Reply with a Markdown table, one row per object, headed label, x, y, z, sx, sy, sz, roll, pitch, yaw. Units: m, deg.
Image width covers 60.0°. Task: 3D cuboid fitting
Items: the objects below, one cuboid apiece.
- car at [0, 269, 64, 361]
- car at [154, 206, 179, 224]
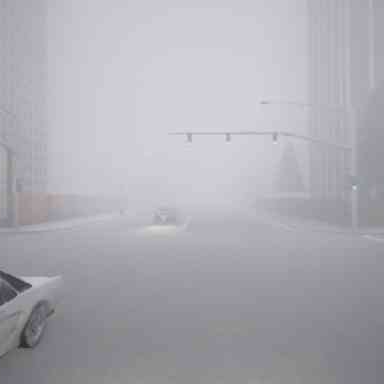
| label | x | y | z | sx | sy | sz | roll | pitch | yaw |
| --- | --- | --- | --- | --- | --- | --- | --- | --- | --- |
| car | -3.273 | 1.656 | 3.676 | 1.895 | 1.301 | 4.718 | 0 | -1 | 2 |
| car | -2.249 | 1.990 | 30.049 | 2.128 | 1.511 | 4.902 | 0 | -1 | 2 |
